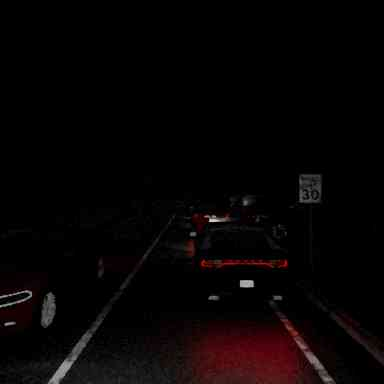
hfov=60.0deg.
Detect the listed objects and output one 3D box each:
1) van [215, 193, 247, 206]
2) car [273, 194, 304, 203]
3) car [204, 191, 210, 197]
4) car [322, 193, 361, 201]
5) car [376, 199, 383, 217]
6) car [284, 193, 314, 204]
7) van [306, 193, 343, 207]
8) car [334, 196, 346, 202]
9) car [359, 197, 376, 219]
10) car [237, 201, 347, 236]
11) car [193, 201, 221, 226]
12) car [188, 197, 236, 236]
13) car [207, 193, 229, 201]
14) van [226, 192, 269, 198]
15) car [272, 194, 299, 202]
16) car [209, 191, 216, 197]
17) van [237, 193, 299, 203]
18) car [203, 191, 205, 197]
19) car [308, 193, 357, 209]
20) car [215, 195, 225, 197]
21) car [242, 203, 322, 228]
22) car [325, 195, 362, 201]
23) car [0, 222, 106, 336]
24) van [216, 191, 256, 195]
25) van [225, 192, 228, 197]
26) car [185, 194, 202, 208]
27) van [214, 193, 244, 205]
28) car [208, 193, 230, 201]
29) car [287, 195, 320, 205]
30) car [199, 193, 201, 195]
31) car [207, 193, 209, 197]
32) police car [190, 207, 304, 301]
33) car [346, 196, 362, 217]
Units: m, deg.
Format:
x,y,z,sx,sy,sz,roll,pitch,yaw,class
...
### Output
x,y,z,sx,sy,sz,roll,pitch,yaw,class
5.791,1.117,49.740,4.442,1.987,1.878,0,1,0,van
18.544,1.214,64.177,5.366,1.575,1.946,0,0,0,car
5.622,0.968,63.755,5.566,2.045,2.435,0,1,0,car
18.738,1.156,41.970,5.566,2.045,2.435,0,0,0,car
18.784,1.463,28.087,4.892,1.521,2.231,0,0,0,car
18.770,1.140,58.627,4.553,1.767,2.185,0,1,0,car
18.874,1.138,47.523,4.442,1.987,1.878,0,1,0,van
18.747,1.471,36.414,4.792,1.488,2.163,0,0,0,car
18.780,1.457,30.865,5.008,1.535,2.097,0,0,0,car
5.540,1.467,18.896,5.366,1.575,1.946,0,0,0,car
0.967,1.474,24.404,1.837,1.490,4.892,0,0,0,car
0.969,1.333,18.366,2.097,1.767,4.553,0,0,0,car
5.605,1.020,72.166,4.553,1.767,2.185,0,1,0,car
5.590,1.232,30.113,4.442,1.987,1.878,0,0,0,van
18.731,1.193,66.954,4.892,1.521,2.231,0,1,0,car
5.651,1.116,46.935,5.566,2.045,2.435,0,1,0,car
5.833,1.239,24.503,4.442,1.987,1.878,0,0,0,van
5.617,0.943,66.559,5.566,2.045,2.435,0,1,0,car
18.791,1.137,44.747,5.566,2.045,2.435,0,1,0,car
5.694,1.411,41.329,4.892,1.521,2.231,0,0,0,car
5.724,1.507,21.700,4.674,1.452,2.002,0,0,0,car
18.800,1.455,39.197,4.792,1.488,2.163,0,0,0,car
-3.252,1.474,6.998,1.882,1.535,5.008,0,0,0,car
5.800,1.166,44.135,4.442,1.987,1.878,0,0,0,van
5.819,1.224,32.915,4.442,1.987,1.878,0,0,0,van
0.002,1.424,45.077,2.033,1.411,5.357,0,0,1,car
5.786,1.092,52.543,4.442,1.987,1.878,0,1,0,van
5.610,1.044,69.363,4.553,1.767,2.185,0,1,0,car
18.715,1.320,55.851,4.792,1.488,2.163,0,1,0,car
-0.018,1.279,58.223,2.128,1.511,4.902,0,0,0,car
5.653,1.284,60.955,4.674,1.452,2.002,0,1,0,car
0.972,1.421,8.493,1.930,1.638,5.238,0,0,0,police car
18.965,1.446,33.642,5.366,1.575,1.946,0,0,0,car
